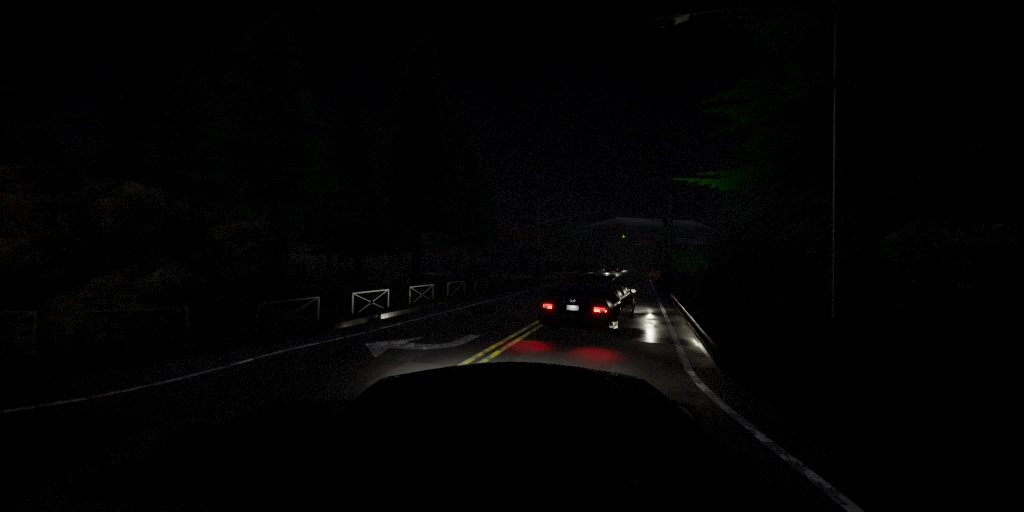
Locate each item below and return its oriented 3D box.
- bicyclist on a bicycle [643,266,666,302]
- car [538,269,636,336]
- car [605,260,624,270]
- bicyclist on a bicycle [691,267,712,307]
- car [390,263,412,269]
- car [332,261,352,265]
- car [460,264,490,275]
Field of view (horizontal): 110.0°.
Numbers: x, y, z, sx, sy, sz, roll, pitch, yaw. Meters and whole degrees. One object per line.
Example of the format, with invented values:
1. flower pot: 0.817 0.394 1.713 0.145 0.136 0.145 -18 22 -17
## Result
1. bicyclist on a bicycle: 6.586 1.294 16.502 1.656 1.620 0.582 1 -1 -31
2. car: 2.400 1.253 10.336 2.033 1.411 5.357 1 -1 25
3. car: 16.922 1.711 59.821 2.150 2.045 5.566 1 -1 20
4. bicyclist on a bicycle: 8.018 1.305 15.106 1.656 1.620 0.582 1 -1 -34
5. car: -14.301 1.586 48.357 4.181 1.385 1.994 1 -1 21
6. car: -24.034 1.457 52.283 5.357 1.411 2.033 1 -1 24
7. car: -4.935 1.698 44.866 4.181 1.385 1.994 1 -1 20
